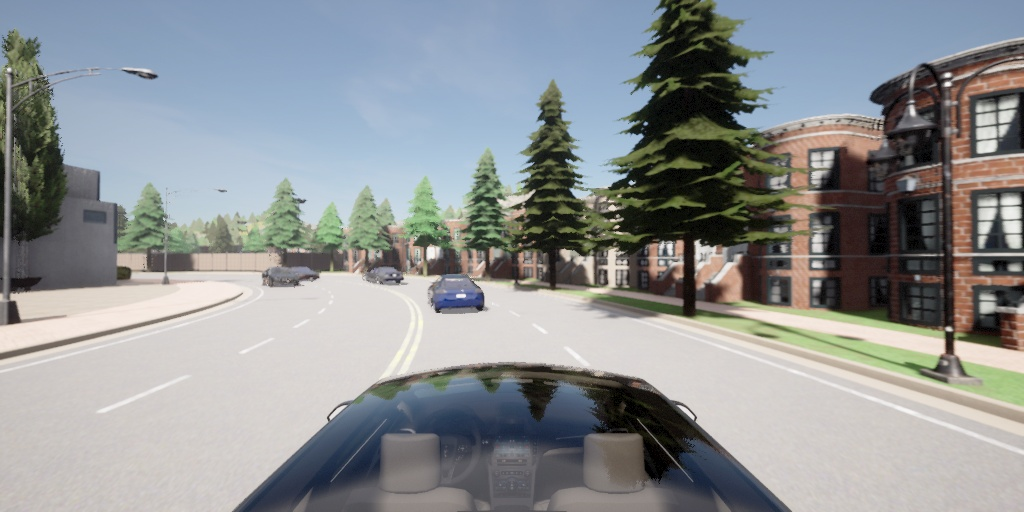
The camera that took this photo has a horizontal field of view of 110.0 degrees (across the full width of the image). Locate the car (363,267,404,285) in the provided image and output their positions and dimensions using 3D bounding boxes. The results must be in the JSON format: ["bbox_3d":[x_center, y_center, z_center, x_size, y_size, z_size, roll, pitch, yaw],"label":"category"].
[{"bbox_3d":[-11.171,1.670,31.003,2.033,1.411,5.357,1,-1,-40],"label":"car"}]

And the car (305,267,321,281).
[{"bbox_3d":[-20.841,1.739,35.142,5.357,1.411,2.033,-1,-1,38],"label":"car"}]

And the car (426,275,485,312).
[{"bbox_3d":[-2.493,1.480,15.251,1.994,1.385,4.181,0,-1,-17],"label":"car"}]

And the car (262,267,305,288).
[{"bbox_3d":[-17.864,1.601,27.634,1.837,1.490,4.892,1,-2,-44],"label":"car"}]
